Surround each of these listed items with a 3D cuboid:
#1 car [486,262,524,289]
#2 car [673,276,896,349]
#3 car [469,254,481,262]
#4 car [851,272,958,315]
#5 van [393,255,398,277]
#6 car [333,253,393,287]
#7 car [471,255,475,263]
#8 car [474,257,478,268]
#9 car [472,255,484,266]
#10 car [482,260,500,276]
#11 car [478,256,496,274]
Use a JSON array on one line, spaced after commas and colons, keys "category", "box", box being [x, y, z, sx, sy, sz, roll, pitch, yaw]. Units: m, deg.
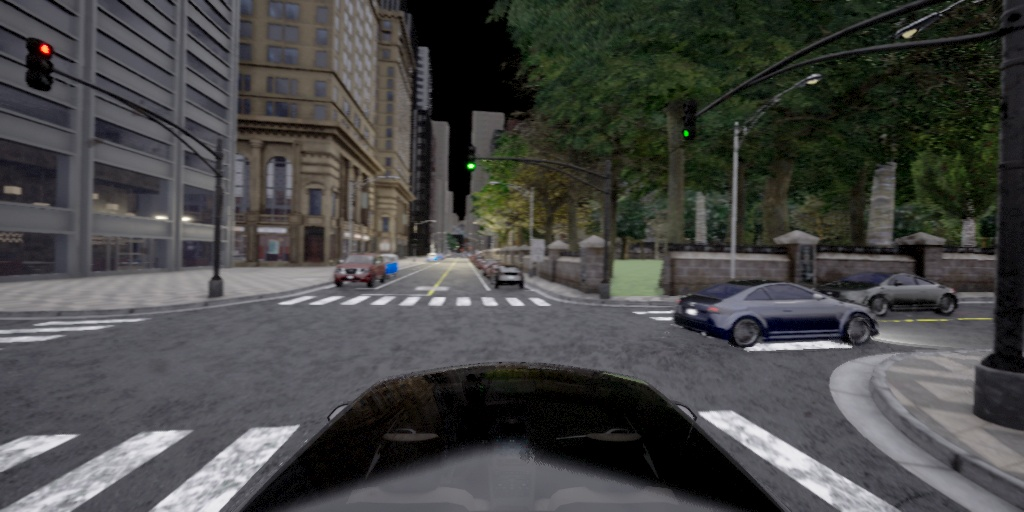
[{"category": "car", "box": [-0.359, 1.220, 22.353, 1.948, 1.339, 4.313, 0, 0, -8]}, {"category": "car", "box": [6.105, 1.253, 8.520, 4.181, 1.385, 1.994, 0, 0, -8]}, {"category": "car", "box": [-5.565, 0.649, 59.936, 2.192, 1.841, 5.009, 0, 0, -8]}, {"category": "car", "box": [12.815, 1.257, 12.542, 4.181, 1.385, 1.994, 0, 0, -7]}, {"category": "van", "box": [-9.547, 0.741, 26.570, 1.690, 1.789, 3.998, 0, 0, -8]}, {"category": "car", "box": [-8.803, 0.758, 21.201, 2.192, 1.841, 5.009, 0, 0, -8]}, {"category": "car", "box": [-4.822, 0.948, 54.567, 1.948, 1.339, 4.313, 0, 0, -8]}, {"category": "car", "box": [-3.334, 1.059, 43.829, 1.802, 1.307, 4.207, 0, 0, -8]}, {"category": "car", "box": [-4.078, 0.975, 49.198, 1.888, 1.381, 4.507, 0, 0, -8]}, {"category": "car", "box": [-1.103, 1.193, 27.722, 1.802, 1.307, 4.207, 0, 0, -8]}, {"category": "car", "box": [-1.847, 1.007, 33.091, 1.967, 1.591, 4.097, 0, 0, -8]}]
